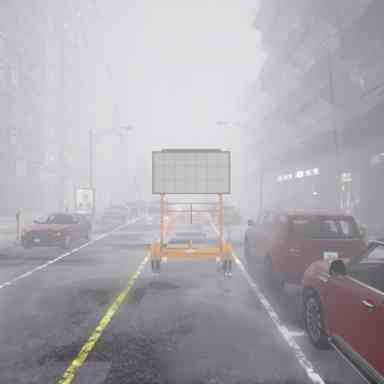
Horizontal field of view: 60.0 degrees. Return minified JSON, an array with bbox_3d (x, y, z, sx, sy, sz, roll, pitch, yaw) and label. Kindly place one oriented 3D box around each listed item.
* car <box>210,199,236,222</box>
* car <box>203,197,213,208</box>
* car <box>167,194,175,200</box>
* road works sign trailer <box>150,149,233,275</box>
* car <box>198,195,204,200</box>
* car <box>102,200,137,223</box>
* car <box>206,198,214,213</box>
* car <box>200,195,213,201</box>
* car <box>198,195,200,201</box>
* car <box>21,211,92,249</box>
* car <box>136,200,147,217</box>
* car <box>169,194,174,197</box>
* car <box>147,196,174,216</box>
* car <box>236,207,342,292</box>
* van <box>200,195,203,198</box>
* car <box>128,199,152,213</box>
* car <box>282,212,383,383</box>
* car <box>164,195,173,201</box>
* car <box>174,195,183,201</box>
[{"bbox_3d":[2.649,1.527,25.978,1.752,1.417,4.829,1,0,0],"label":"car"},{"bbox_3d":[2.626,1.548,37.121,2.008,1.369,4.403,1,0,0],"label":"car"},{"bbox_3d":[-5.865,1.387,93.707,1.967,1.590,4.097,1,0,0],"label":"car"},{"bbox_3d":[-0.020,0.466,10.397,2.380,3.560,2.880,0,0,0],"label":"road works sign trailer"},{"bbox_3d":[2.513,1.528,93.688,1.802,1.307,4.206,1,0,0],"label":"car"},{"bbox_3d":[-5.733,1.584,25.825,1.802,1.307,4.206,1,0,0],"label":"car"},{"bbox_3d":[2.637,1.566,31.464,1.947,1.339,4.313,1,0,0],"label":"car"},{"bbox_3d":[2.603,1.556,48.435,1.947,1.339,4.313,1,0,0],"label":"car"},{"bbox_3d":[2.546,1.549,76.718,1.802,1.307,4.206,1,0,0],"label":"car"},{"bbox_3d":[-5.709,1.547,14.511,1.887,1.381,4.507,1,0,0],"label":"car"},{"bbox_3d":[-5.743,1.545,31.481,1.887,1.381,4.507,1,0,0],"label":"car"},{"bbox_3d":[-5.832,1.407,76.737,1.967,1.590,4.097,1,0,0],"label":"car"},{"bbox_3d":[-3.167,1.477,32.999,1.882,1.535,5.008,0,0,0],"label":"car"},{"bbox_3d":[2.685,1.317,8.838,2.192,1.841,5.009,1,0,0],"label":"car"},{"bbox_3d":[2.595,1.328,54.092,1.690,1.788,3.998,1,0,0],"label":"van"},{"bbox_3d":[-5.755,1.563,37.138,1.947,1.339,4.313,1,0,0],"label":"car"},{"bbox_3d":[2.697,1.316,3.181,2.192,1.841,5.009,1,0,0],"label":"car"},{"bbox_3d":[-5.845,1.543,82.392,1.802,1.307,4.206,1,0,0],"label":"car"},{"bbox_3d":[-3.161,1.564,80.640,1.895,1.301,4.718,0,0,0],"label":"car"}]
